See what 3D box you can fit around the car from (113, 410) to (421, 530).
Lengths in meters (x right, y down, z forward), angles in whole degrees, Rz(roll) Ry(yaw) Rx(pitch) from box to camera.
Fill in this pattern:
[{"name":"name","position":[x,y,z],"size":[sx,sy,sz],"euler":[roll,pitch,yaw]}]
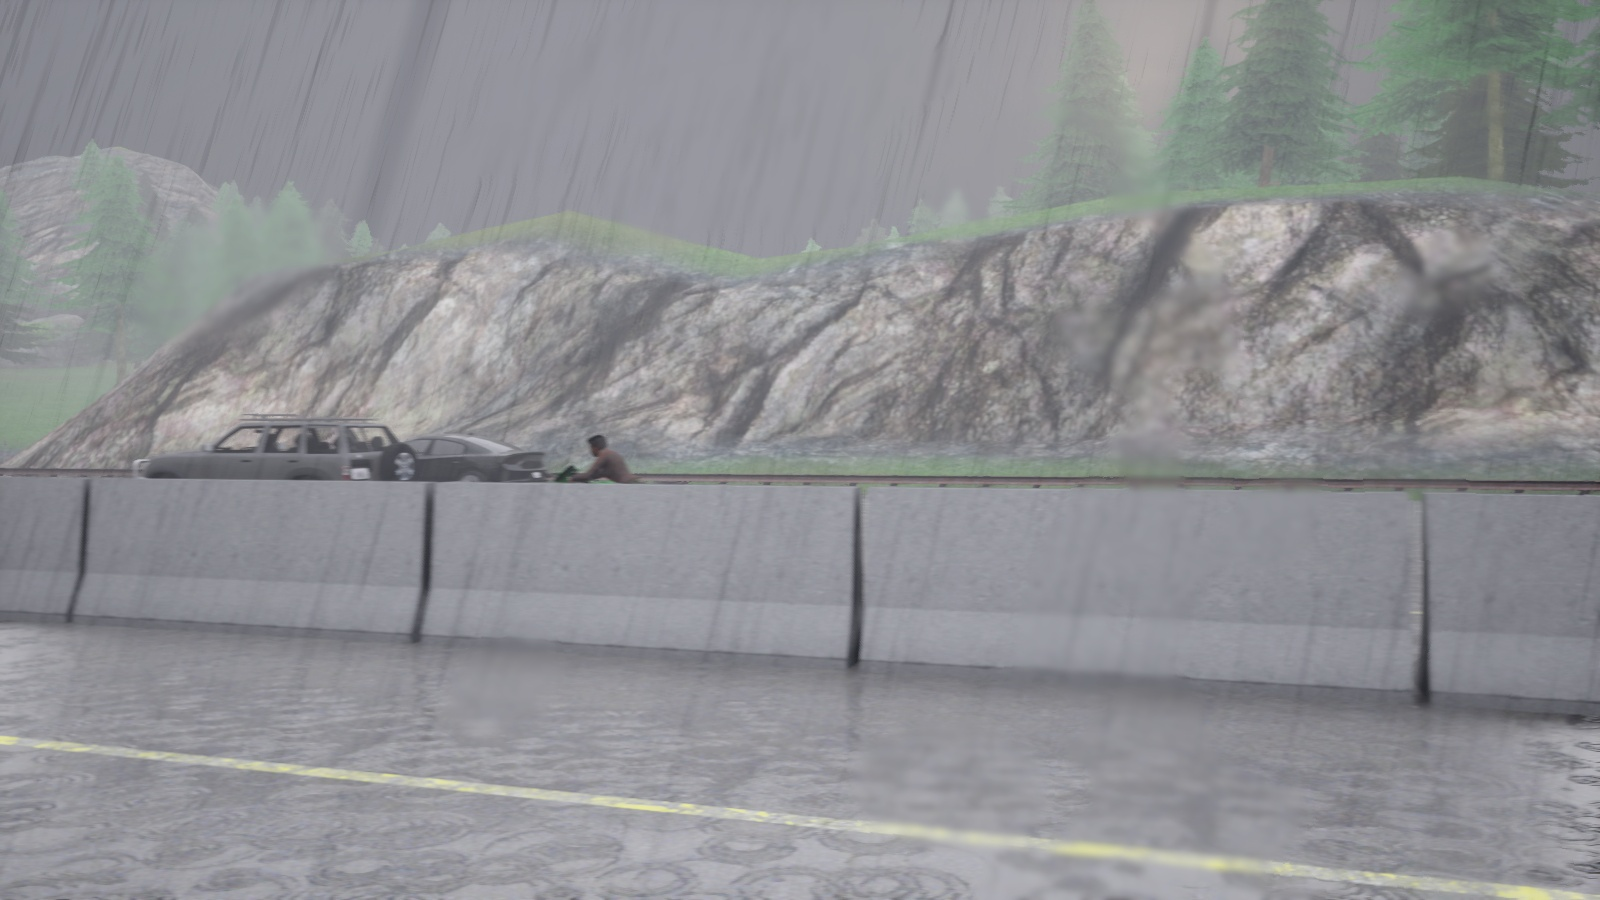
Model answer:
[{"name":"car","position":[-8.862,0.275,20.942],"size":[4.605,1.855,1.932],"euler":[1,1,19]}]

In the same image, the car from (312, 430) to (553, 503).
[{"name":"car","position":[-8.218,0.323,28.112],"size":[5.008,1.535,1.882],"euler":[1,1,19]}]

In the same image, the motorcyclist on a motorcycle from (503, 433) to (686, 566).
[{"name":"motorcyclist on a motorcycle","position":[-2.468,0.558,15.100],"size":[2.044,1.523,0.797],"euler":[1,1,19]}]
